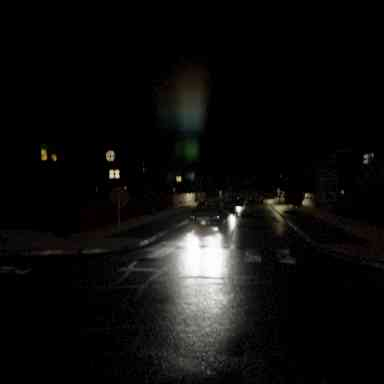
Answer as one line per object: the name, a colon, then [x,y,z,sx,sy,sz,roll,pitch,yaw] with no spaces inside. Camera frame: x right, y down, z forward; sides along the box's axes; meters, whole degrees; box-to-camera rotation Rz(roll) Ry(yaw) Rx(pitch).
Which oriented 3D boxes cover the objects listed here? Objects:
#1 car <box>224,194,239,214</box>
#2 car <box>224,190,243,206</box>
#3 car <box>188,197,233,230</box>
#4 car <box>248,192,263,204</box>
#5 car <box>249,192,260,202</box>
car: [3.092,1.181,30.817,1.812,1.442,4.674,0,1,11]
car: [5.469,0.721,43.883,2.150,2.045,5.566,0,1,11]
car: [1.024,1.277,19.416,2.128,1.511,4.902,0,1,11]
car: [9.251,0.998,48.286,1.994,1.385,4.181,0,1,9]
car: [10.914,0.797,58.109,1.882,1.535,5.008,0,1,10]
